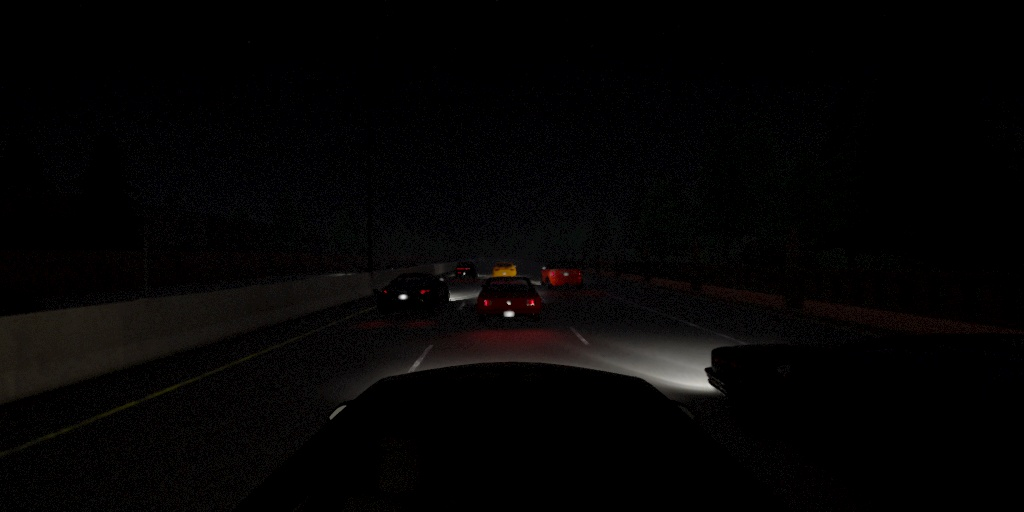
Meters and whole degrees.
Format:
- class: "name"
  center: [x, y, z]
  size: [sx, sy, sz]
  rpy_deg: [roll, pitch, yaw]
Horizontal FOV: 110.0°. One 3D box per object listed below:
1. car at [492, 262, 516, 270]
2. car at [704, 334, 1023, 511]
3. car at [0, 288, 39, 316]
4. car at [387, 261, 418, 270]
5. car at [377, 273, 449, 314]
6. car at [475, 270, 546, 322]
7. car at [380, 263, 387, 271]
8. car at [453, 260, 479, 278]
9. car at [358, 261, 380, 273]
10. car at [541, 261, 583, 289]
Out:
- class: "car"
  center: [-0.650, 1.232, 30.290]
  size: [1.882, 1.535, 5.008]
  rpy_deg: [0, 0, -2]
- class: "car"
  center: [3.473, 1.268, 2.343]
  size: [2.033, 1.411, 5.357]
  rpy_deg: [0, 0, 1]
- class: "car"
  center: [-14.197, 1.375, 7.954]
  size: [1.837, 1.490, 4.892]
  rpy_deg: [0, 0, -1]
- class: "car"
  center: [-11.603, 1.324, 39.014]
  size: [1.882, 1.535, 5.008]
  rpy_deg: [0, 0, -2]
- class: "car"
  center: [-3.686, 1.345, 14.001]
  size: [1.994, 1.385, 4.181]
  rpy_deg: [0, 0, -1]
- class: "car"
  center: [-0.128, 1.351, 12.354]
  size: [1.895, 1.301, 4.718]
  rpy_deg: [0, 0, -1]
- class: "car"
  center: [-15.368, 1.426, 48.024]
  size: [2.033, 1.411, 5.357]
  rpy_deg: [0, 0, -1]
- class: "car"
  center: [-4.254, 1.290, 33.903]
  size: [1.837, 1.490, 4.892]
  rpy_deg: [0, 0, -2]
- class: "car"
  center: [-18.865, 1.385, 47.869]
  size: [1.882, 1.535, 5.008]
  rpy_deg: [0, 0, -1]
- class: "car"
  center: [3.074, 1.075, 22.877]
  size: [2.097, 1.767, 4.553]
  rpy_deg: [0, 0, -2]
